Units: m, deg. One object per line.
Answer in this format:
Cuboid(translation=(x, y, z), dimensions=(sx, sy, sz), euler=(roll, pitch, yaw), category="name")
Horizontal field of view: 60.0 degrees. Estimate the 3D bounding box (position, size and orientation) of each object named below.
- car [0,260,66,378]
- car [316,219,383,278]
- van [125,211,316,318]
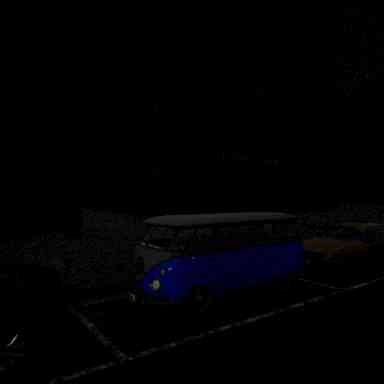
Cuboid(translation=(-3.779, 1.566, 3.956), dimensions=(4.313, 1.339, 1.947), euler=(0, 0, -36), category="car")
Cuboid(translation=(4.933, 1.526, 10.177), dimensions=(4.829, 1.417, 1.752), euler=(0, 0, -36), category="car")
Cuboid(translation=(0.646, 1.341, 7.116), dimensions=(3.998, 1.788, 1.690), euler=(0, 0, -36), category="van")
